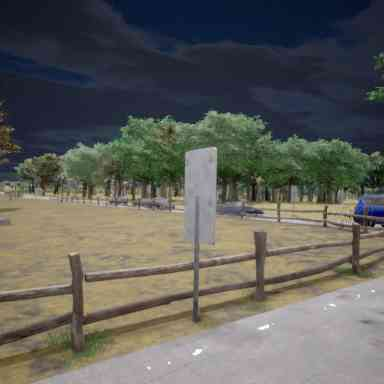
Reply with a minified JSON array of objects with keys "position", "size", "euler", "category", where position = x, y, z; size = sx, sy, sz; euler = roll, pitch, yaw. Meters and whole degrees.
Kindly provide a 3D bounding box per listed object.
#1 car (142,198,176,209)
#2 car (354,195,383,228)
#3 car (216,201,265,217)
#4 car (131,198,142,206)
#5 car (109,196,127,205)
[{"position":[-3.901,1.503,42.251],"size":[2.128,1.511,4.902],"euler":[2,-1,-35],"category":"car"},{"position":[11.905,1.222,18.733],"size":[2.150,2.045,5.566],"euler":[2,-1,-23],"category":"car"},{"position":[4.221,1.564,30.844],"size":[2.033,1.411,5.357],"euler":[2,-1,-36],"category":"car"},{"position":[-7.719,1.627,52.583],"size":[2.033,1.411,5.357],"euler":[2,-1,-35],"category":"car"},{"position":[-13.568,1.552,60.701],"size":[2.128,1.511,4.902],"euler":[2,-1,-35],"category":"car"}]
